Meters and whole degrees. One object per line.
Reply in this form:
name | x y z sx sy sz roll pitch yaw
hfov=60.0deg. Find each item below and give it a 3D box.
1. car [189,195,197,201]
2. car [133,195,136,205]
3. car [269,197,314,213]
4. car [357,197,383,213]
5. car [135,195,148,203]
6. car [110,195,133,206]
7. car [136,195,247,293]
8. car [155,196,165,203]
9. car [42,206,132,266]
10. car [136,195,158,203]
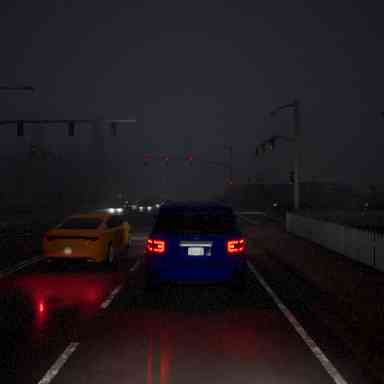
car | 0.208 1.540 88.996 2.033 1.411 5.357 0 0 0
car | -10.444 1.352 57.429 2.097 1.767 4.553 0 0 0
car | 10.731 1.352 36.062 4.553 1.767 2.097 0 0 -1
car | 20.513 1.352 36.282 4.553 1.767 2.097 0 0 -1
car | -10.340 1.478 68.628 1.882 1.535 5.008 0 0 0
car | -10.484 1.491 48.217 2.128 1.511 4.902 0 0 0
car | 0.083 1.221 9.007 2.150 2.045 5.566 0 0 0
car | -6.832 1.524 71.694 1.812 1.442 4.674 0 0 0
car | -3.397 1.478 11.629 1.882 1.535 5.008 0 0 0
car | -6.973 1.547 52.215 2.033 1.411 5.357 0 0 0
